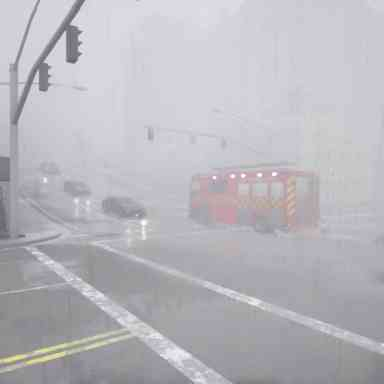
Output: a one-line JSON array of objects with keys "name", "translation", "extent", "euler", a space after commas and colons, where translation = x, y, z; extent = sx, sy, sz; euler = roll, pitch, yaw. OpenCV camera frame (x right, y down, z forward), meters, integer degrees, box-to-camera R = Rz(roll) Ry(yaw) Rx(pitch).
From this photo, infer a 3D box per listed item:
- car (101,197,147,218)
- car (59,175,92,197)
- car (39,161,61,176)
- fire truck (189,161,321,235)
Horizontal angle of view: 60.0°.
[{"name": "car", "translation": [-5.569, 1.103, 26.530], "extent": [2.033, 1.411, 5.357], "euler": [0, 5, -36]}, {"name": "car", "translation": [-12.592, -0.518, 36.369], "extent": [2.033, 1.411, 5.357], "euler": [0, 10, -35]}, {"name": "car", "translation": [-20.023, -3.422, 46.817], "extent": [2.097, 1.767, 4.553], "euler": [0, 12, -35]}, {"name": "fire truck", "translation": [3.296, 0.341, 20.326], "extent": [2.891, 3.827, 8.468], "euler": [0, 0, -36]}]
